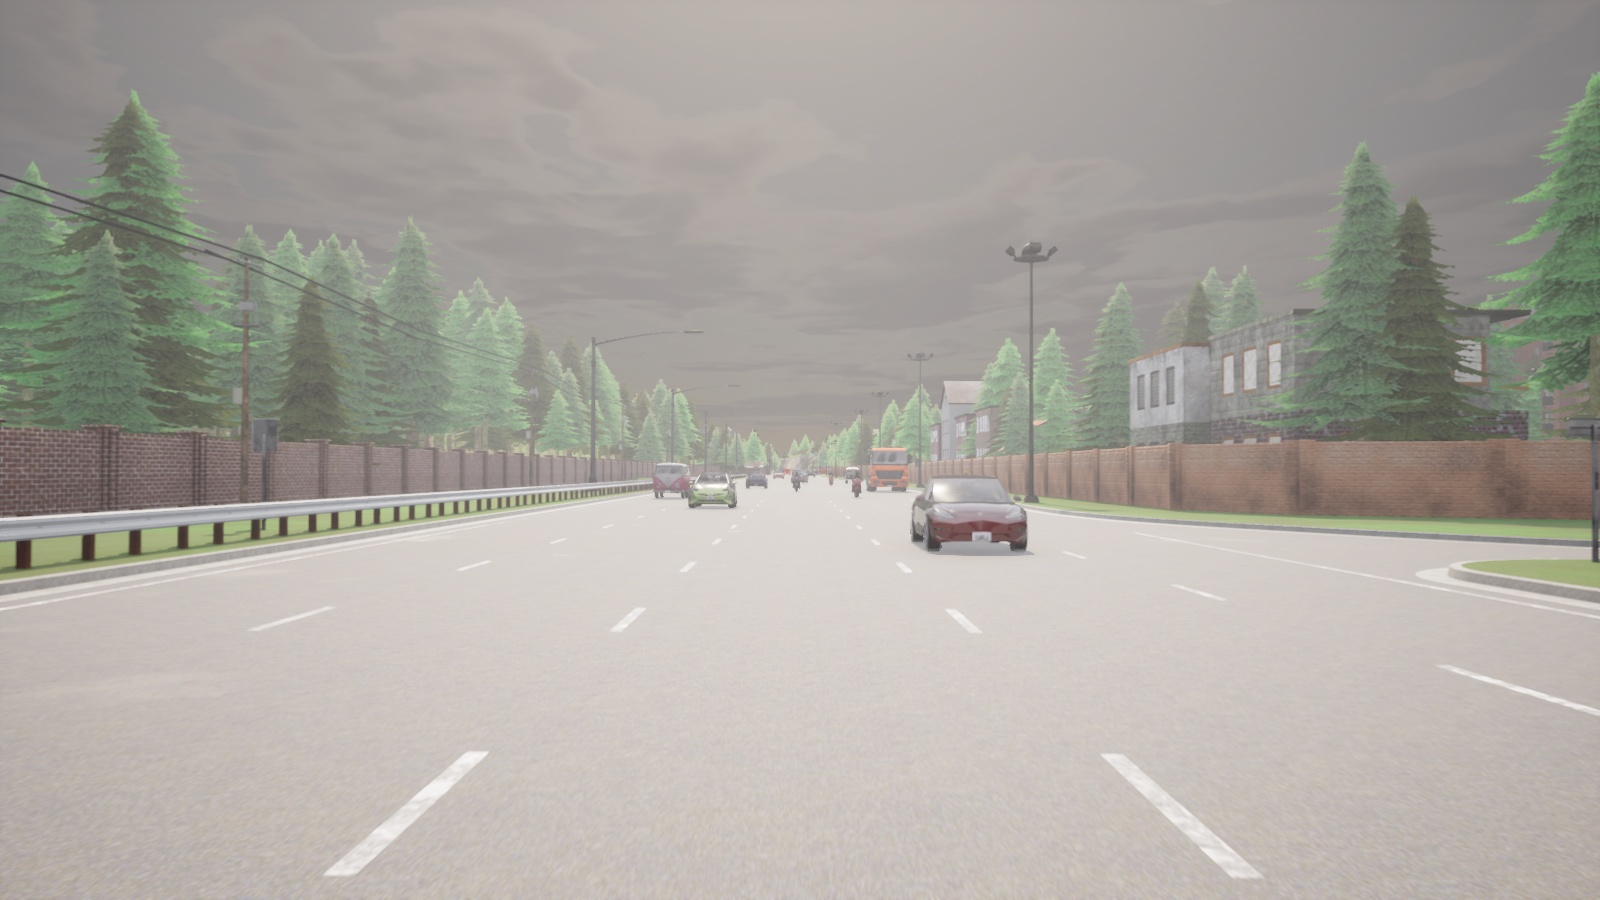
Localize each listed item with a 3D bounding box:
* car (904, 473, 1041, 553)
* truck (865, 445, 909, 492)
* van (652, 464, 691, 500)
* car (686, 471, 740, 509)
[{"bbox_3d":[3.435,1.236,26.012,2.163,1.488,4.792,0,-1,0],"label":"car"},{"bbox_3d":[6.753,1.450,98.244,2.891,3.462,7.936,0,-1,0],"label":"truck"},{"bbox_3d":[-7.176,1.777,70.572,1.775,1.987,4.442,0,-1,0],"label":"van"},{"bbox_3d":[-3.632,1.666,53.180,2.007,1.525,4.514,0,-1,0],"label":"car"}]
